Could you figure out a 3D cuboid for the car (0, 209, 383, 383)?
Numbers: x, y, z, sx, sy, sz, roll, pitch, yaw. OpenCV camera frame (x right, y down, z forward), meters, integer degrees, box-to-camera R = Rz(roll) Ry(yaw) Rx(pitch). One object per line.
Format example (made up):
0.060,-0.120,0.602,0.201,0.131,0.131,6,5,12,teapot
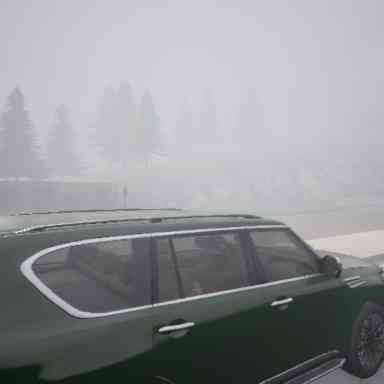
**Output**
0.134,1.221,3.842,5.566,2.045,2.150,0,0,-36,car
